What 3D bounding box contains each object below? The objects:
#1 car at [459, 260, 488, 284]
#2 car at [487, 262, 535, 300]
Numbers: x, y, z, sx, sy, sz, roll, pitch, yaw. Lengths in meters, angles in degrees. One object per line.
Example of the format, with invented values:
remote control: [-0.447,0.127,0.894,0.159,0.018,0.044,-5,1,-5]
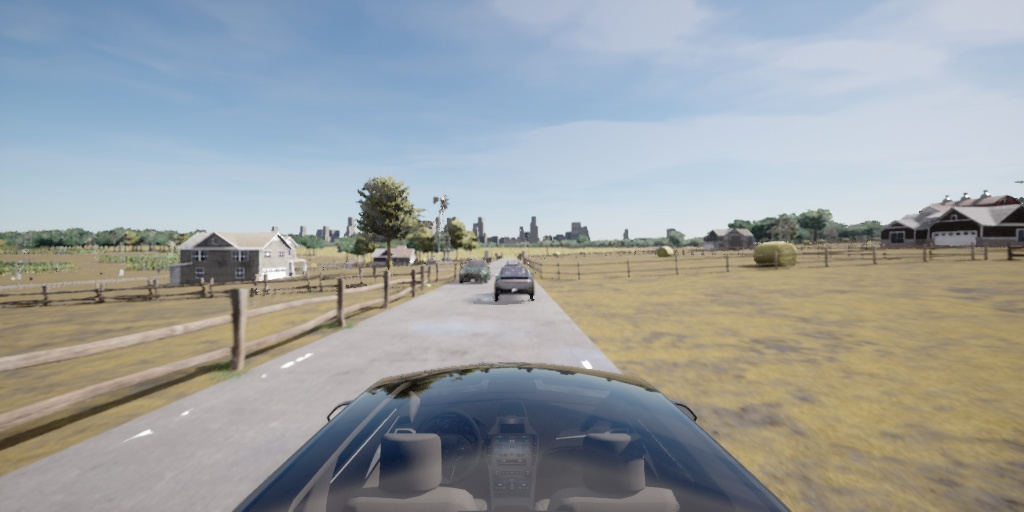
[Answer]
car: [-2.742,1.104,27.291,2.097,1.767,4.553,0,0,0]
car: [0.107,1.260,17.715,2.128,1.511,4.902,0,0,0]
